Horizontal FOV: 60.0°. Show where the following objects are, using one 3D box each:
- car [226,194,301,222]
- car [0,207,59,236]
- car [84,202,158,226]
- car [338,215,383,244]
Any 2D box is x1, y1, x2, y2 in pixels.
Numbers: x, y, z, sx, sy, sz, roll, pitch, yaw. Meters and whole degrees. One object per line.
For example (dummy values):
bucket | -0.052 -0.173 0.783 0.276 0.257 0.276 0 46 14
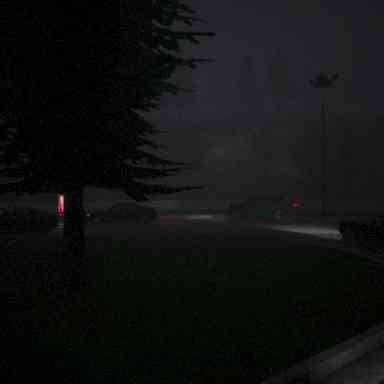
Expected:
car | 5.431 1.151 25.587 5.566 2.045 2.150 0 -1 25
car | -9.088 1.482 16.239 2.128 1.511 4.902 -1 0 42
car | -4.911 1.442 23.034 5.008 1.535 1.882 0 -1 -12
car | 8.104 1.549 13.350 1.895 1.301 4.718 0 0 -14
